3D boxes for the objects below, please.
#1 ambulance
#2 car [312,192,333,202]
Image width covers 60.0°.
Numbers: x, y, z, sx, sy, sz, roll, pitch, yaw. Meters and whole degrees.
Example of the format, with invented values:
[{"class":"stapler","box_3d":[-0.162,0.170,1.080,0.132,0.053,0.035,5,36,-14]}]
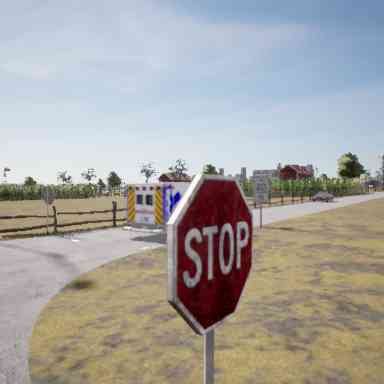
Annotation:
[{"class":"ambulance","box_3d":[-0.324,0.786,16.575,2.351,2.431,6.366,0,1,36]},{"class":"car","box_3d":[18.472,0.704,46.852,1.994,1.385,4.181,0,1,36]}]
